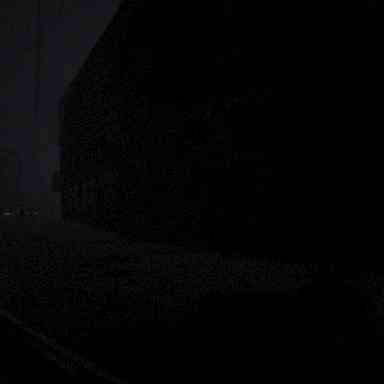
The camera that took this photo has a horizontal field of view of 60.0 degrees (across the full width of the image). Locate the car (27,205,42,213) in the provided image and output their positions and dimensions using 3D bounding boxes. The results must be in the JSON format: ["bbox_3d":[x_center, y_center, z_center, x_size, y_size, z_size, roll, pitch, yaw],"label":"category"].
[{"bbox_3d":[-32.534,3.401,68.648,1.882,1.535,5.008,-3,-2,-11],"label":"car"}]
